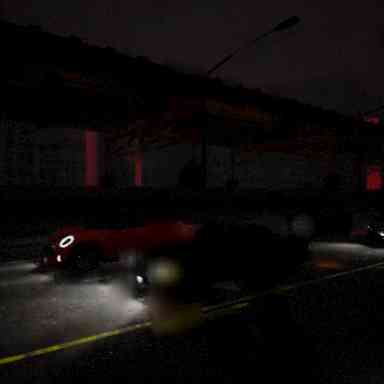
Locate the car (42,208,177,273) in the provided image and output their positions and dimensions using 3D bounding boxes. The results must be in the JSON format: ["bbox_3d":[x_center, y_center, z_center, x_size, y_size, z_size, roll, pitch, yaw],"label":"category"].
[{"bbox_3d":[-2.353,1.353,10.832,4.553,1.767,2.097,0,0,-35],"label":"car"}]

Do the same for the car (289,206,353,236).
[{"bbox_3d":[6.263,1.497,16.943,4.902,1.511,2.128,0,0,-36],"label":"car"}]

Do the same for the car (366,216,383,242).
[{"bbox_3d":[9.892,1.510,15.233,4.892,1.490,1.837,0,0,-36],"label":"car"}]

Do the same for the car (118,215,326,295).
[{"bbox_3d":[1.017,1.549,8.916,5.357,1.411,2.033,0,0,-35],"label":"car"}]
